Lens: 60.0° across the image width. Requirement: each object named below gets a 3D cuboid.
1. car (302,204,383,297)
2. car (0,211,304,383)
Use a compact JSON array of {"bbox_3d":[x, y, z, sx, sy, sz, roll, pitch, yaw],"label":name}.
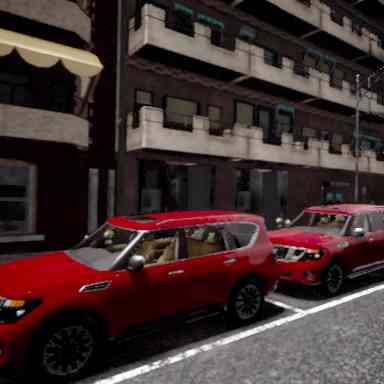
[{"bbox_3d":[3.826,1.298,8.801,5.009,1.841,2.192,0,2,-35],"label":"car"},{"bbox_3d":[-0.675,1.310,5.589,5.009,1.841,2.192,0,2,-35],"label":"car"}]
